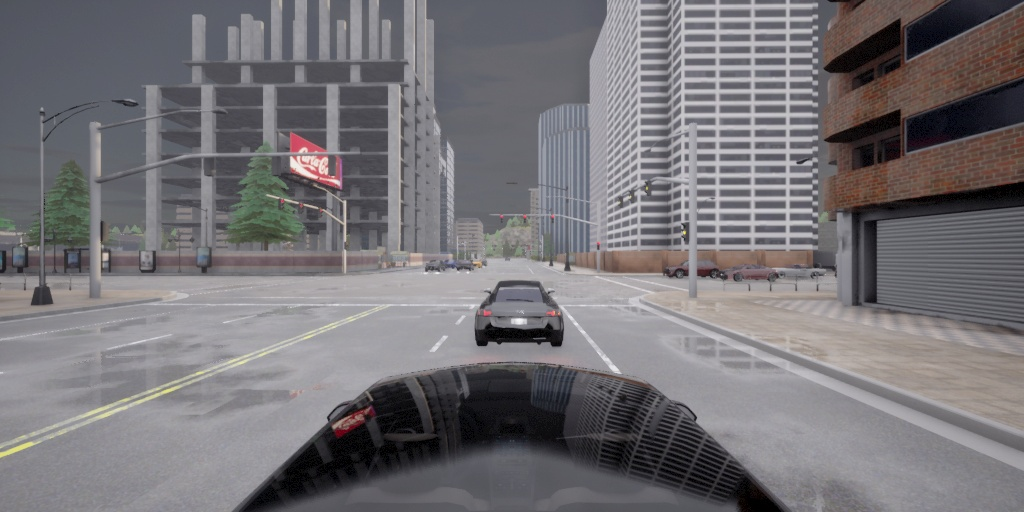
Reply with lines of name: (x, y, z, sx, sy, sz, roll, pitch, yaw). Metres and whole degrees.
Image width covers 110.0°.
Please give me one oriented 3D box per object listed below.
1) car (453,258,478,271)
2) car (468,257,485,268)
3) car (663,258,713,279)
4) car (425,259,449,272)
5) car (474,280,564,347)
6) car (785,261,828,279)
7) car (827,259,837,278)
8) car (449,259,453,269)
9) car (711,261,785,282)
car: (-6.269, 1.296, 49.073, 2.033, 1.411, 5.357, 0, 0, 1)
car: (-6.066, 1.225, 59.381, 1.882, 1.535, 5.008, 0, 0, 1)
car: (16.081, 1.101, 32.273, 4.553, 1.767, 2.097, 0, 0, 1)
car: (-9.820, 1.253, 46.191, 1.837, 1.490, 4.892, 0, 0, 1)
car: (0.192, 1.314, 9.372, 1.994, 1.385, 4.181, 0, 0, 1)
car: (25.074, 1.350, 32.153, 4.718, 1.301, 1.895, 0, 0, 1)
car: (28.691, 1.227, 28.597, 5.008, 1.535, 1.882, 0, 0, 1)
car: (-9.641, 1.226, 55.685, 1.882, 1.535, 5.008, 0, 0, 1)
car: (18.805, 1.313, 28.738, 4.181, 1.385, 1.994, 0, 0, 1)
